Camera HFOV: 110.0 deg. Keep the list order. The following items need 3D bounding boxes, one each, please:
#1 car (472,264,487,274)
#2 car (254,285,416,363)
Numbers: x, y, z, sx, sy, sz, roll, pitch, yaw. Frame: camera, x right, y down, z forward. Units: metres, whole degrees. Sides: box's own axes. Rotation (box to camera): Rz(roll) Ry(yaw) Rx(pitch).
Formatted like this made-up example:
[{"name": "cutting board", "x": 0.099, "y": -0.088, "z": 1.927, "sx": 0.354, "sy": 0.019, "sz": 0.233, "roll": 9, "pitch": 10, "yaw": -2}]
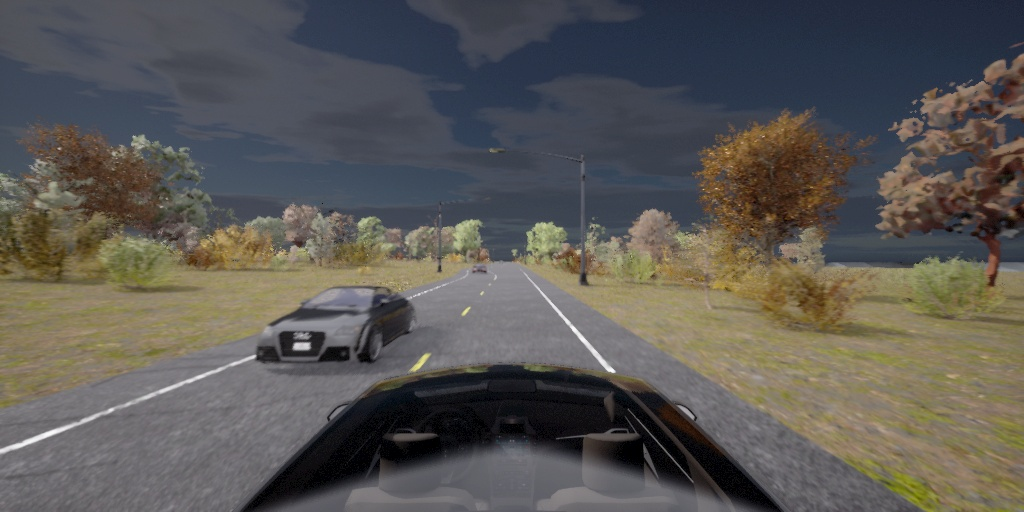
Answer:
[{"name": "car", "x": -4.441, "y": 1.753, "z": 49.388, "sx": 1.994, "sy": 1.385, "sz": 4.181, "roll": 0, "pitch": 0, "yaw": -6}, {"name": "car", "x": -3.597, "y": 1.370, "z": 8.128, "sx": 1.994, "sy": 1.385, "sz": 4.181, "roll": 0, "pitch": -1, "yaw": 0}]
